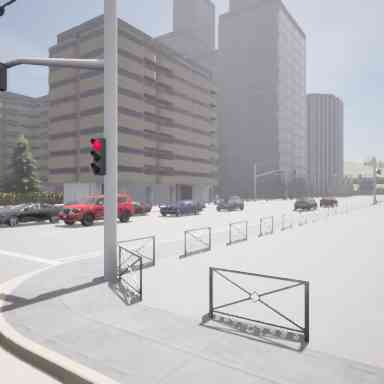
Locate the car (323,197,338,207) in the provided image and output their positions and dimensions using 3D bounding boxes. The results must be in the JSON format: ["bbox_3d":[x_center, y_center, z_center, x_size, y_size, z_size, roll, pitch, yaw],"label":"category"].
[{"bbox_3d":[20.870,1.478,50.651,1.882,1.535,5.008,0,0,35],"label":"car"}]

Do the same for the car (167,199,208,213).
[{"bbox_3d":[-0.408,1.547,38.594,2.033,1.411,5.357,0,0,35],"label":"car"}]

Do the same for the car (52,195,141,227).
[{"bbox_3d":[-6.547,1.221,23.516,2.150,2.045,5.566,0,0,35],"label":"car"}]

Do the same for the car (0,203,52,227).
[{"bbox_3d":[-11.209,1.492,22.916,2.128,1.511,4.902,0,0,35],"label":"car"}]

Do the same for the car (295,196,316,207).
[{"bbox_3d":[17.946,1.478,52.544,1.882,1.535,5.008,0,0,35],"label":"car"}]

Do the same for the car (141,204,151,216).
[{"bbox_3d":[-5.952,1.601,30.549,1.895,1.301,4.718,0,0,35],"label":"car"}]

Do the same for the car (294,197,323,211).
[{"bbox_3d":[13.934,1.492,40.573,2.128,1.511,4.902,0,0,35],"label":"car"}]

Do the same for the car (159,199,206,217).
[{"bbox_3d":[-1.005,1.601,31.562,1.895,1.301,4.718,0,0,35],"label":"car"}]

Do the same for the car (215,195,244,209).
[{"bbox_3d":[5.382,1.352,46.932,2.097,1.767,4.553,0,0,35],"label":"car"}]

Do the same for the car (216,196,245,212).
[{"bbox_3d":[4.678,1.526,39.785,1.812,1.442,4.674,0,0,35],"label":"car"}]
